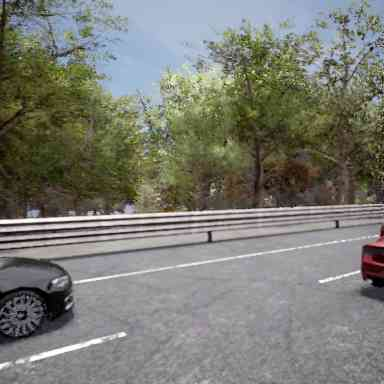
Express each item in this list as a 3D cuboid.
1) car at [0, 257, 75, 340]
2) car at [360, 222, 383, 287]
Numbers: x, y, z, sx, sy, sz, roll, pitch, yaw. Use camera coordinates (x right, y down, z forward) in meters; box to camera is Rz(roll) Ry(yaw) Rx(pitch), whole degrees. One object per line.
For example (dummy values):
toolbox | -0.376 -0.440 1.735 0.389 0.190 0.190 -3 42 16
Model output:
car | -4.286 1.504 4.820 4.902 1.511 2.128 0 0 -38
car | 6.078 1.467 8.038 5.008 1.535 1.882 0 0 -35
